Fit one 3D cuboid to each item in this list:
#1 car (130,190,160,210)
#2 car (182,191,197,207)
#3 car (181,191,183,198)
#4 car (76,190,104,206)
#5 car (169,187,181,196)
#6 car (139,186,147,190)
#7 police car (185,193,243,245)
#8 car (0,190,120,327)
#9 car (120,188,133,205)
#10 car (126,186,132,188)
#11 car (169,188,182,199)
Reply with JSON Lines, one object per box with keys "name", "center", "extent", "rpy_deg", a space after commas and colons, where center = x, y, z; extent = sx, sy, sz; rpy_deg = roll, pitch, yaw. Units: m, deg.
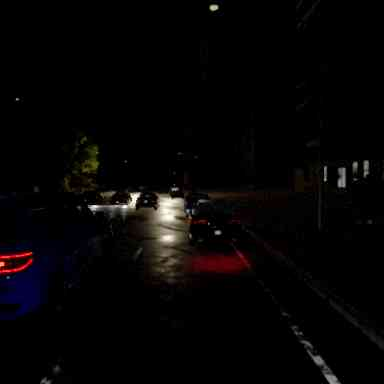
{"name": "car", "center": [-3.932, 0.781, 29.798], "extent": [2.033, 1.411, 5.357], "rpy_deg": [0, 1, -3]}
{"name": "car", "center": [0.483, 0.869, 23.581], "extent": [1.882, 1.535, 5.008], "rpy_deg": [0, 1, -2]}
{"name": "car", "center": [0.215, 0.765, 29.631], "extent": [1.812, 1.442, 4.674], "rpy_deg": [0, 1, -3]}
{"name": "car", "center": [-11.004, 0.575, 36.270], "extent": [1.837, 1.490, 4.892], "rpy_deg": [0, 1, -3]}
{"name": "car", "center": [-3.299, -0.077, 63.230], "extent": [2.128, 1.511, 4.902], "rpy_deg": [0, 1, -6]}
{"name": "car", "center": [-11.629, -0.636, 78.665], "extent": [2.128, 1.511, 4.902], "rpy_deg": [0, 1, -7]}
{"name": "police car", "center": [0.799, 1.071, 13.605], "extent": [1.930, 1.638, 5.238], "rpy_deg": [0, 1, -1]}
{"name": "car", "center": [-3.224, 1.041, 6.917], "extent": [2.150, 2.045, 5.566], "rpy_deg": [0, 2, -1]}
{"name": "car", "center": [-7.761, 0.612, 36.583], "extent": [2.033, 1.411, 5.357], "rpy_deg": [0, 1, -3]}
{"name": "car", "center": [-14.852, -0.631, 78.250], "extent": [1.812, 1.442, 4.674], "rpy_deg": [0, 1, -7]}
{"name": "car", "center": [-2.070, 0.314, 49.757], "extent": [1.994, 1.385, 4.181], "rpy_deg": [0, 1, -4]}
